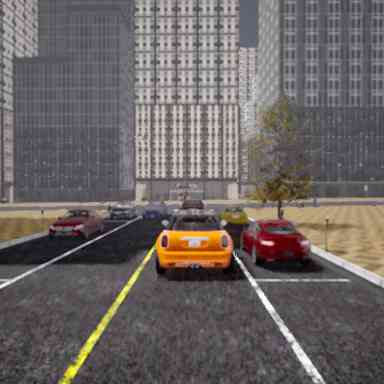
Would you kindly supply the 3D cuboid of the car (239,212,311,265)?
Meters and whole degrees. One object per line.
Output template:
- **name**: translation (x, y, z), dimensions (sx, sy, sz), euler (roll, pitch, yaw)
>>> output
- **car**: translation (2.683, 1.557, 11.275), dimensions (1.802, 1.307, 4.206), euler (-1, 0, 0)

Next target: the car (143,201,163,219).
- **car**: translation (-3.064, 1.484, 28.522), dimensions (2.033, 1.411, 5.357), euler (0, 0, 0)

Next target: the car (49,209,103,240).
- **car**: translation (-5.698, 1.544, 16.835), dimensions (1.802, 1.307, 4.206), euler (-1, 0, 0)

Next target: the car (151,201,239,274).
- **car**: translation (0.079, 1.329, 10.670), dimensions (2.097, 1.767, 4.553), euler (0, 0, 0)

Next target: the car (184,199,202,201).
- **car**: translation (0.076, 1.298, 24.604), dimensions (2.097, 1.767, 4.553), euler (0, 0, 0)

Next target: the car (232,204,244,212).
- **car**: translation (2.682, 1.475, 22.564), dimensions (1.752, 1.417, 4.829), euler (-1, 0, 0)

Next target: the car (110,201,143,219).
- **car**: translation (-5.698, 1.489, 27.954), dimensions (2.008, 1.369, 4.403), euler (-1, 0, 0)
